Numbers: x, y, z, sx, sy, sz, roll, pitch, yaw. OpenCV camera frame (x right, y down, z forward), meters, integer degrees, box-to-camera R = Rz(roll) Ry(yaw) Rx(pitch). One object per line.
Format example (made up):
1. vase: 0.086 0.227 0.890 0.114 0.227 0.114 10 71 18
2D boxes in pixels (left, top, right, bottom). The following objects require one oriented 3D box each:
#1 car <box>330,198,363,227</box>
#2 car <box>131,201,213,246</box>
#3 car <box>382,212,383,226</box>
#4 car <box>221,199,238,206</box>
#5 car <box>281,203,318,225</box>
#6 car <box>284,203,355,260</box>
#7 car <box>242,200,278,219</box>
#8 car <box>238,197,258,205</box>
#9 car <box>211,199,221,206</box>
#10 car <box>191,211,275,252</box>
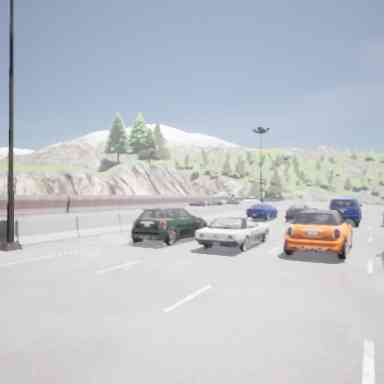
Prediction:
1. car: 11.857 1.493 25.825 2.150 2.045 5.566 0 0 29
2. car: -0.984 1.535 16.687 2.097 1.767 4.553 0 -1 29
3. car: 15.277 1.854 24.777 1.895 1.301 4.718 0 -1 29
4. car: 7.605 2.187 63.592 1.837 1.490 4.892 0 -1 24
5. car: 9.234 1.791 28.317 2.128 1.511 4.902 0 -1 29
6. car: 5.183 1.492 13.375 2.097 1.767 4.553 0 -1 29
7. car: 6.507 1.804 30.623 1.882 1.535 5.008 0 0 29
8. car: 10.923 1.888 62.439 2.150 2.045 5.566 0 -1 24
9. car: 4.494 2.199 65.112 2.128 1.511 4.902 0 -1 24
10. car: 2.014 1.762 14.874 1.895 1.301 4.718 0 -1 29
